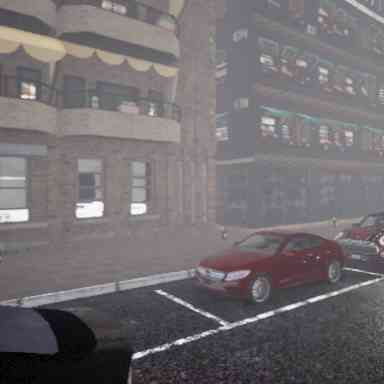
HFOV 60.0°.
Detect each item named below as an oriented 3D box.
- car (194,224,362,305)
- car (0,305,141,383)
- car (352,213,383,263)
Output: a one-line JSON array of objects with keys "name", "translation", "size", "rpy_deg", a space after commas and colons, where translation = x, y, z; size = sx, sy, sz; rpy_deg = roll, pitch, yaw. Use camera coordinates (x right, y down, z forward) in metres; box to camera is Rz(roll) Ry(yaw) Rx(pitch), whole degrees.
[{"name": "car", "translation": [2.014, 1.575, 7.972], "size": [4.206, 1.307, 1.802], "rpy_deg": [0, -1, -36]}, {"name": "car", "translation": [-2.581, 1.494, 1.511], "size": [4.902, 1.511, 2.128], "rpy_deg": [0, 0, -35]}, {"name": "car", "translation": [6.571, 1.427, 11.229], "size": [4.097, 1.590, 1.967], "rpy_deg": [0, -1, -36]}]
